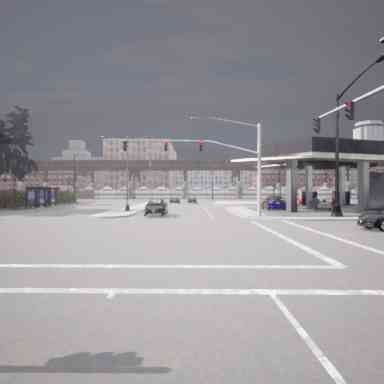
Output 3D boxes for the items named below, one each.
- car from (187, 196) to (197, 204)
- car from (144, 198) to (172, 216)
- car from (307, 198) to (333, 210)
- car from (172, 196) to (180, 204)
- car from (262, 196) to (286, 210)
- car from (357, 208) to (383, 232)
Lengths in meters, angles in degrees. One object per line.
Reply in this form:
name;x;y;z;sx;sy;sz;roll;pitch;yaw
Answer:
car;0.022;1.547;64.370;2.033;1.411;5.357;0;0;0
car;-3.411;1.491;32.185;2.128;1.511;4.902;0;0;1
car;15.469;1.455;40.452;1.970;1.475;3.806;0;0;0
car;-3.376;1.563;65.454;1.994;1.385;4.181;0;0;0
car;9.724;1.295;39.691;2.242;1.667;4.611;0;0;0
car;12.297;1.505;19.528;4.892;1.490;1.837;0;0;-1
